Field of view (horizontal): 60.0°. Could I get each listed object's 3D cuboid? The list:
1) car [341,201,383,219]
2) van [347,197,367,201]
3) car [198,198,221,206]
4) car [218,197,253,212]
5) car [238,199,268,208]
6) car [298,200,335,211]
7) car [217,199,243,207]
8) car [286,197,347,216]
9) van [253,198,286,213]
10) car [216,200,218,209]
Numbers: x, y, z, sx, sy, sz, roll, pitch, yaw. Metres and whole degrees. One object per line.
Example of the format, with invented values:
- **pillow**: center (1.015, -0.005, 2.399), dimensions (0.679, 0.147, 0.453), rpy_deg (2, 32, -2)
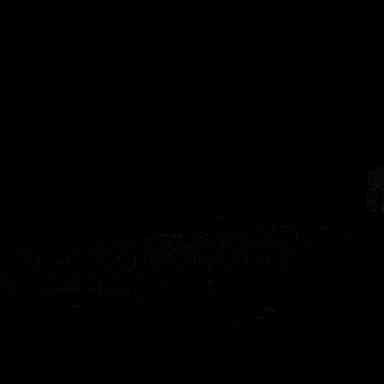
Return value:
- **car**: center (16.118, 1.727, 29.942), dimensions (1.802, 1.307, 4.206), rpy_deg (-1, 0, -36)
- **van**: center (19.742, 1.456, 39.526), dimensions (1.690, 1.788, 3.998), rpy_deg (-1, 0, -36)
- **car**: center (3.241, 1.929, 62.631), dimensions (2.008, 1.369, 4.403), rpy_deg (-1, 0, -36)
- **car**: center (6.208, 1.627, 43.806), dimensions (2.192, 1.841, 5.009), rpy_deg (-1, 0, -36)
- **car**: center (9.744, 1.803, 53.528), dimensions (1.752, 1.417, 4.829), rpy_deg (-1, 0, -36)
- **car**: center (16.446, 1.736, 44.148), dimensions (1.947, 1.339, 4.313), rpy_deg (-1, 0, -36)
- **car**: center (6.542, 1.872, 58.011), dimensions (1.887, 1.381, 4.507), rpy_deg (-1, 0, -36)
- **car**: center (12.810, 1.517, 34.563), dimensions (2.192, 1.841, 5.009), rpy_deg (-1, 0, -36)
- **van**: center (9.510, 1.599, 39.185), dimensions (1.690, 1.788, 3.998), rpy_deg (-1, 0, -36)
- **car**: center (2.911, 1.915, 48.428), dimensions (2.008, 1.369, 4.403), rpy_deg (-1, 0, -36)
